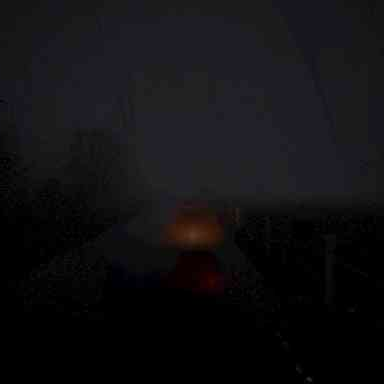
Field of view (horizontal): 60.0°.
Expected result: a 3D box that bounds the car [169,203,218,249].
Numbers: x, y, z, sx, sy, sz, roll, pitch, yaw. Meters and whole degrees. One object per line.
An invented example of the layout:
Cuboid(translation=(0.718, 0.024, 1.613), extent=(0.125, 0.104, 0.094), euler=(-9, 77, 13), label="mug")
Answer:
Cuboid(translation=(0.076, 1.454, 14.528), extent=(1.882, 1.535, 5.008), euler=(0, 0, 1), label="car")

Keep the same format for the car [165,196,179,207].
Cuboid(translation=(-2.817, 1.393, 48.152), extent=(1.837, 1.490, 4.892), euler=(0, 0, 0), label="car")

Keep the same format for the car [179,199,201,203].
Cuboid(translation=(0.075, 1.452, 28.982), extent=(1.837, 1.490, 4.892), euler=(0, 1, 0), label="car")
